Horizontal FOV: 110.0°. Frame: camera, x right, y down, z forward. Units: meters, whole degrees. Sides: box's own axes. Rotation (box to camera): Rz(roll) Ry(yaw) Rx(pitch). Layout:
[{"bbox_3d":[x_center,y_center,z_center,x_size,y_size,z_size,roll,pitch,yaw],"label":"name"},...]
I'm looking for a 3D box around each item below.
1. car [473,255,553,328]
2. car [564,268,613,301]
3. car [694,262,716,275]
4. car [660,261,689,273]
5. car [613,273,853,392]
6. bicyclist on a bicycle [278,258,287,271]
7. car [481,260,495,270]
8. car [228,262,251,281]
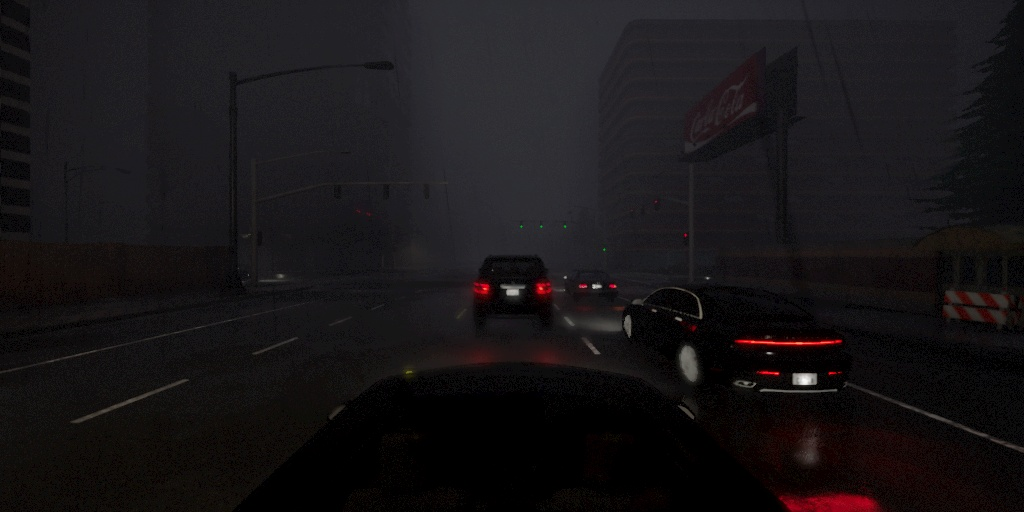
[{"bbox_3d":[0.049,0.977,11.544,2.150,2.045,5.566,0,0,0],"label":"car"},{"bbox_3d":[3.662,1.303,17.322,2.033,1.411,5.357,0,0,2],"label":"car"},{"bbox_3d":[21.312,1.240,35.731,5.008,1.535,1.882,0,0,0],"label":"car"},{"bbox_3d":[18.629,1.289,39.216,4.674,1.442,1.812,0,0,0],"label":"car"},{"bbox_3d":[3.600,1.258,6.830,1.837,1.490,4.892,0,0,0],"label":"car"},{"bbox_3d":[-28.011,1.066,43.740,0.582,1.620,1.656,0,0,0],"label":"bicyclist on a bicycle"},{"bbox_3d":[-3.561,1.295,54.940,1.812,1.442,4.674,0,0,0],"label":"car"},{"bbox_3d":[-23.216,1.264,28.285,4.892,1.490,1.837,0,0,0],"label":"car"}]
